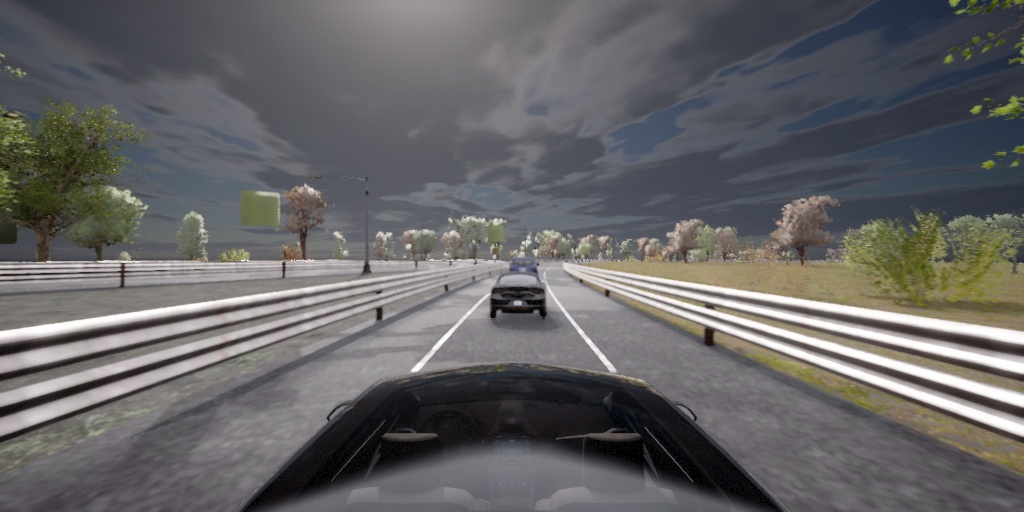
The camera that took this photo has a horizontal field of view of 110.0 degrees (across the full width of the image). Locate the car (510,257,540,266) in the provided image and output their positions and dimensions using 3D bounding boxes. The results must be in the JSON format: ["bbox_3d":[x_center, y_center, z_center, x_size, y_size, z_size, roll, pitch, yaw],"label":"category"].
[{"bbox_3d":[0.966,1.128,28.145,2.150,2.045,5.566,0,0,4],"label":"car"}]

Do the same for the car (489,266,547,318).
[{"bbox_3d":[0.263,1.297,13.434,1.882,1.535,5.008,0,0,2],"label":"car"}]
